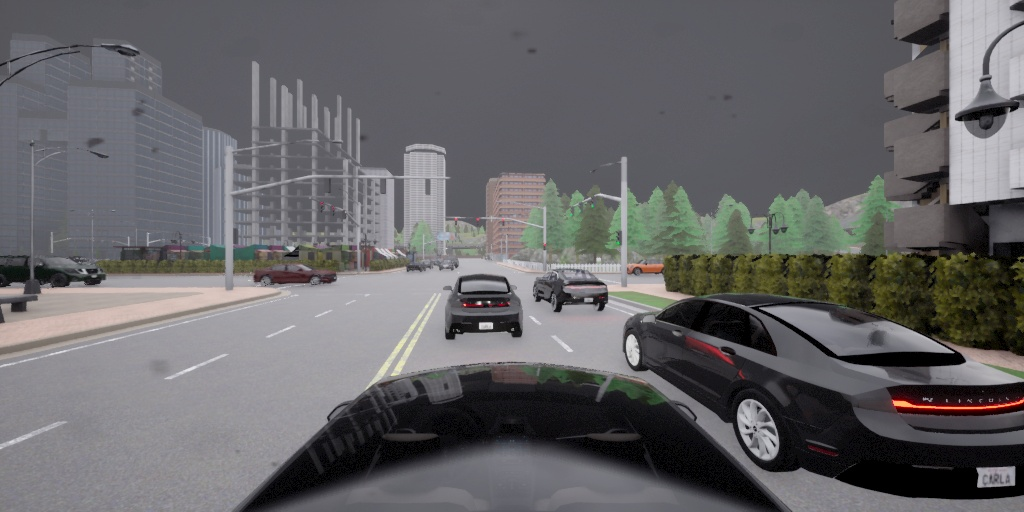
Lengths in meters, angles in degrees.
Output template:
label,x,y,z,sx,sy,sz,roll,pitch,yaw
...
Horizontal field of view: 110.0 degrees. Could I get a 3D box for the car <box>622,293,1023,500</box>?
label,x,y,z,sx,sy,sz,roll,pitch,yaw
car,3.110,1.255,4.857,1.837,1.490,4.892,0,0,-4

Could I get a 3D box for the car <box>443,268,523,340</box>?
label,x,y,z,sx,sy,sz,roll,pitch,yaw
car,-0.863,1.255,10.100,1.837,1.490,4.892,0,0,-7

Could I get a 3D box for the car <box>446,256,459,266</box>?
label,x,y,z,sx,sy,sz,roll,pitch,yaw
car,-10.191,0.971,59.869,2.150,2.045,5.566,0,0,-6

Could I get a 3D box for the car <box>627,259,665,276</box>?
label,x,y,z,sx,sy,sz,roll,pitch,yaw
car,14.035,1.102,37.519,4.553,1.767,2.097,0,0,-5

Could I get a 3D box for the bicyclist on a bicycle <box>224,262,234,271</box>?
label,x,y,z,sx,sy,sz,roll,pitch,yaw
bicyclist on a bicycle,-29.539,1.011,37.401,0.582,1.620,1.656,0,5,-5

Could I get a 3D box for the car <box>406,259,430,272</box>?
label,x,y,z,sx,sy,sz,roll,pitch,yaw
car,-12.223,1.351,46.082,1.895,1.301,4.718,0,0,-4

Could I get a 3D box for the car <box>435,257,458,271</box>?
label,x,y,z,sx,sy,sz,roll,pitch,yaw
car,-9.090,1.241,50.069,2.128,1.511,4.902,0,0,-7

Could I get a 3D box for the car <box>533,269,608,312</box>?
label,x,y,z,sx,sy,sz,roll,pitch,yaw
car,2.132,1.242,14.218,2.128,1.511,4.902,0,0,-9

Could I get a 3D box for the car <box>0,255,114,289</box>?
label,x,y,z,sx,sy,sz,roll,pitch,yaw
car,-29.721,0.975,22.896,5.566,2.045,2.150,0,0,-5

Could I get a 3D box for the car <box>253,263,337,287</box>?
label,x,y,z,sx,sy,sz,roll,pitch,yaw
car,-14.565,1.227,24.241,5.008,1.535,1.882,0,0,-5

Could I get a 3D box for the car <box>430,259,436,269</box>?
label,x,y,z,sx,sy,sz,roll,pitch,yaw
car,-13.204,1.255,55.320,1.837,1.490,4.892,0,0,-6
